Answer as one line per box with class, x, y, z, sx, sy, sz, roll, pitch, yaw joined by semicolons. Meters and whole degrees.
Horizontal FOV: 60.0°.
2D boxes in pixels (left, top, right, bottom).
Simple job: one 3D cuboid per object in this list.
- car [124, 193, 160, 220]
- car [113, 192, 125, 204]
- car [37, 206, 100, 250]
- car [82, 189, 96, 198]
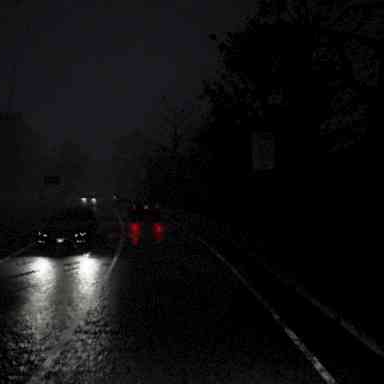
car;-3.744;1.052;25.286;2.097;1.767;4.553;1;1;-14
car;-8.821;0.745;41.862;2.033;1.411;5.357;1;1;-18
car;-4.962;1.386;13.862;1.837;1.490;4.892;1;1;-10
car;-16.795;0.220;54.459;1.812;1.442;4.674;1;1;-18
